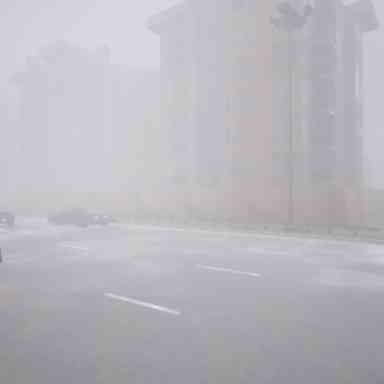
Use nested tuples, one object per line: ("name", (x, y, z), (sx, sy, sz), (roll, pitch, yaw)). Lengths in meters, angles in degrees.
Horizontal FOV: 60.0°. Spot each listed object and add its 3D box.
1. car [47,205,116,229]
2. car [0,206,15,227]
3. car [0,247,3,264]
("car", (-7.448, 1.601, 22.202), (5.357, 1.411, 2.033), (0, 0, 36))
("car", (-13.667, 1.593, 22.338), (4.674, 1.442, 1.812), (0, 0, 36))
("car", (-7.253, 1.632, 9.162), (4.718, 1.301, 1.895), (0, 0, 35))
